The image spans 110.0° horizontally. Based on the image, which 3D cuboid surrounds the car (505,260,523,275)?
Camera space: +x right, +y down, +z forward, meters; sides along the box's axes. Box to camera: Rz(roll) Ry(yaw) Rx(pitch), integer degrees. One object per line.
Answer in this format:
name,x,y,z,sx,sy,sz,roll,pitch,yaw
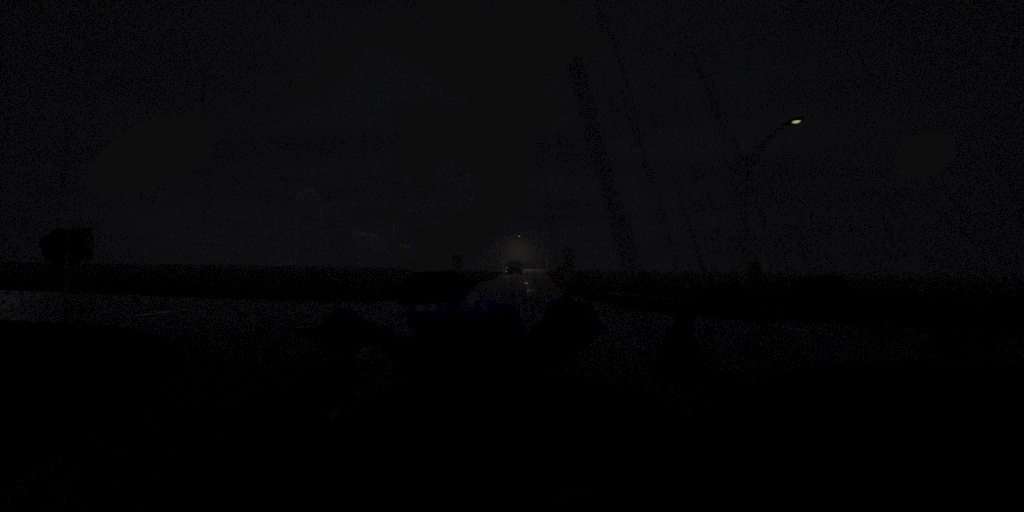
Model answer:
car,0.328,1.638,50.097,2.150,2.045,5.566,-1,-1,3
